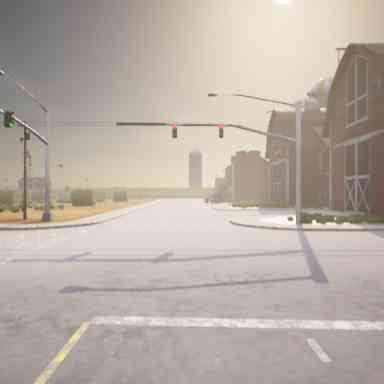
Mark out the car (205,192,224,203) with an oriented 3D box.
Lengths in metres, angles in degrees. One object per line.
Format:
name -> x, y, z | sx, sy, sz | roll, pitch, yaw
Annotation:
car -> 4.163, 1.109, 62.159 | 1.905, 1.878, 3.866 | -8, 3, -42
